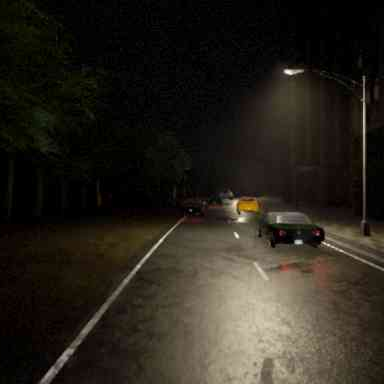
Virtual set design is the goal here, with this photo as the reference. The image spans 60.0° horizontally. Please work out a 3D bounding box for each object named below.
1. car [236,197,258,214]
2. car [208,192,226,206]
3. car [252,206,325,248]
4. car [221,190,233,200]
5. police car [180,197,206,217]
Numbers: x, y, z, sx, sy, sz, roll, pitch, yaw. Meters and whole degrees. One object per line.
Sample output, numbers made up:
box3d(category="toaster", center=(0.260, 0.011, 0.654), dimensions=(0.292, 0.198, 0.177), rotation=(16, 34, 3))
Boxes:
box3d(category="car", center=(5.308, 1.263, 32.187), dimensions=(1.882, 1.535, 5.008), rotation=(0, 0, 6))
box3d(category="car", center=(3.467, 1.145, 47.888), dimensions=(1.837, 1.490, 4.892), rotation=(0, 1, 9))
box3d(category="car", center=(3.992, 1.518, 14.345), dimensions=(1.895, 1.301, 4.718), rotation=(0, 0, 3))
box3d(category="car", center=(7.122, 0.531, 68.658), dimensions=(2.150, 2.045, 5.566), rotation=(0, 1, 13))
box3d(category="police car", center=(0.126, 1.238, 29.154), dimensions=(1.930, 1.638, 5.238), rotation=(0, 0, 5))
